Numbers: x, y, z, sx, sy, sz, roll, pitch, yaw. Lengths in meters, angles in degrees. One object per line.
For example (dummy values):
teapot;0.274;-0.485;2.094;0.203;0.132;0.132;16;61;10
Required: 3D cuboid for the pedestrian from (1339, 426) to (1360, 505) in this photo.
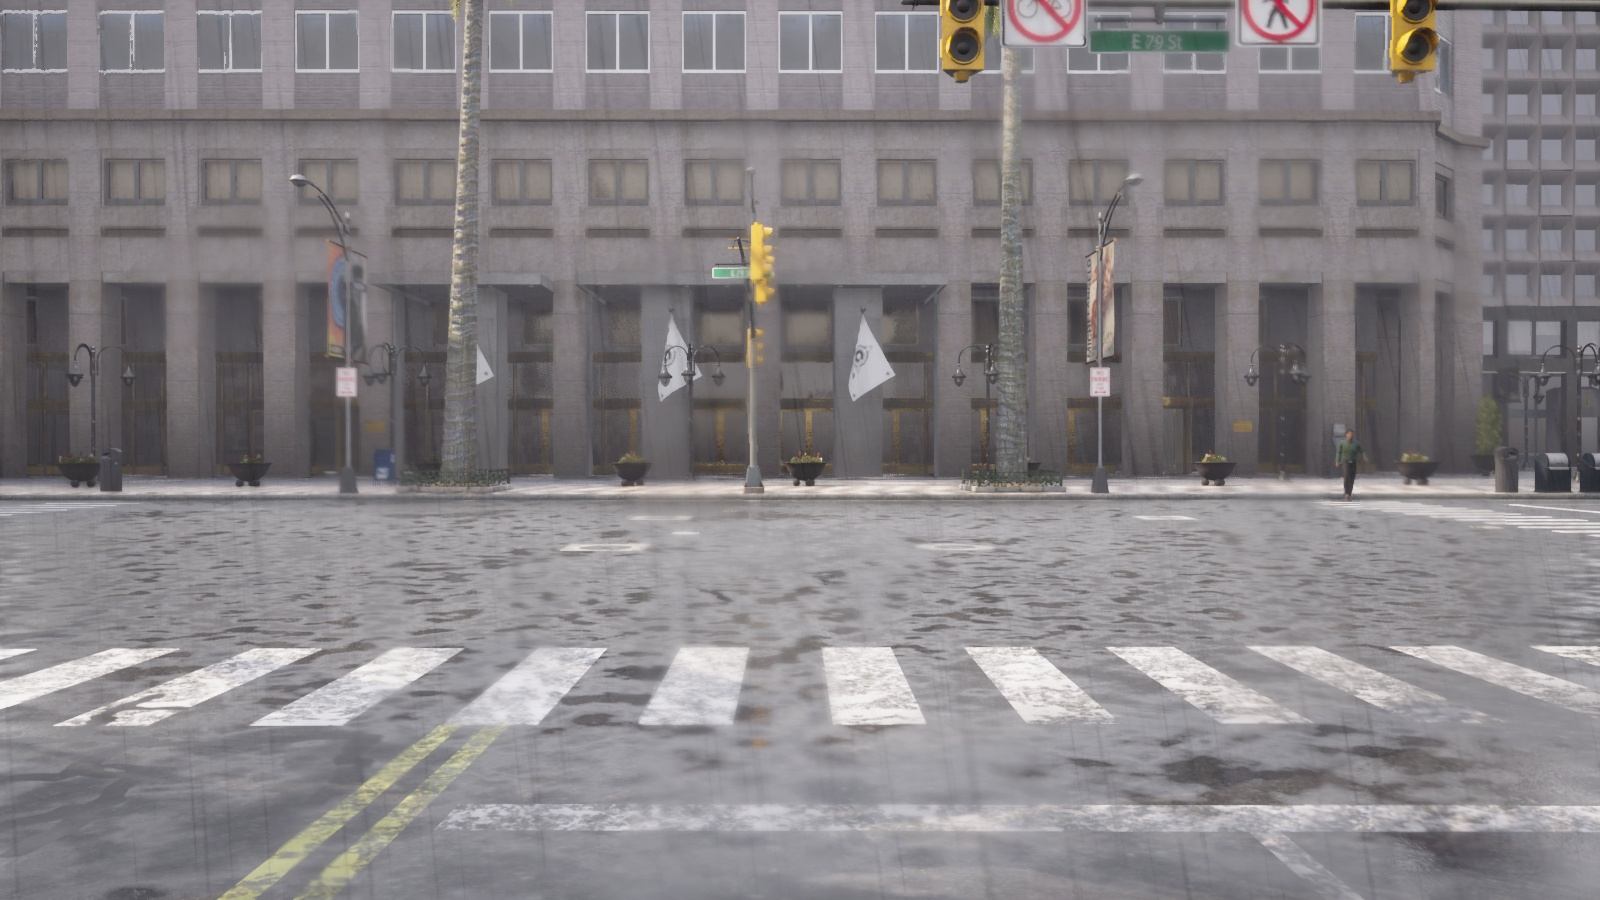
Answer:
pedestrian;13.713;0.383;31.349;0.423;1.949;0.788;0;0;19
